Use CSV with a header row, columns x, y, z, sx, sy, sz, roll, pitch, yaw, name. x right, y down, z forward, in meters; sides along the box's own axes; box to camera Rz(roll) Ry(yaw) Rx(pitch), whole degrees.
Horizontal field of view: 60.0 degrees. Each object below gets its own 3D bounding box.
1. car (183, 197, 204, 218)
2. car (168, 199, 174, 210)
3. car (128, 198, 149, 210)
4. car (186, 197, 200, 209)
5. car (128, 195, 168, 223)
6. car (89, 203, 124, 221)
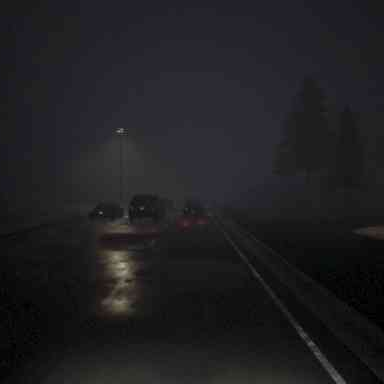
x,y,z,sx,sy,sz,roll,pitch,yaw,name
0.129,1.507,30.129,1.812,1.442,4.674,0,0,0,car
-3.391,1.522,42.105,2.033,1.411,5.357,0,0,0,car
-6.888,1.537,42.945,1.994,1.385,4.181,0,0,0,car
0.139,1.478,44.787,1.837,1.490,4.892,0,0,0,car
-3.392,1.209,25.592,2.150,2.045,5.566,0,0,1,car
-6.902,1.547,27.232,1.994,1.385,4.181,0,0,0,car
